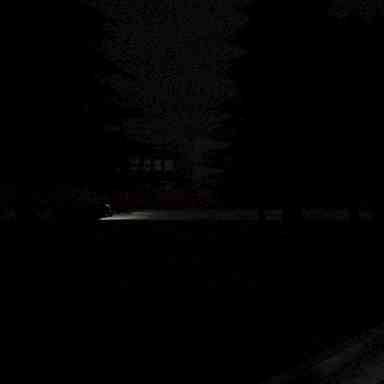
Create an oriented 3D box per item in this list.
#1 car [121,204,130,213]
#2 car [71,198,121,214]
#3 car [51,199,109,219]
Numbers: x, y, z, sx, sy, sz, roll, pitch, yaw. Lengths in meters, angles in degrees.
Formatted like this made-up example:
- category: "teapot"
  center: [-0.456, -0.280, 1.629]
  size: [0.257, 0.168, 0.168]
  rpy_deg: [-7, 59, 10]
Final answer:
- category: "car"
  center: [-8.924, 1.485, 35.019]
  size: [4.674, 1.442, 1.812]
  rpy_deg: [0, 0, 3]
- category: "car"
  center: [-9.552, 1.319, 31.546]
  size: [4.553, 1.767, 2.097]
  rpy_deg: [0, 0, 3]
- category: "car"
  center: [-9.606, 1.539, 28.048]
  size: [4.181, 1.385, 1.994]
  rpy_deg: [0, 0, 3]
